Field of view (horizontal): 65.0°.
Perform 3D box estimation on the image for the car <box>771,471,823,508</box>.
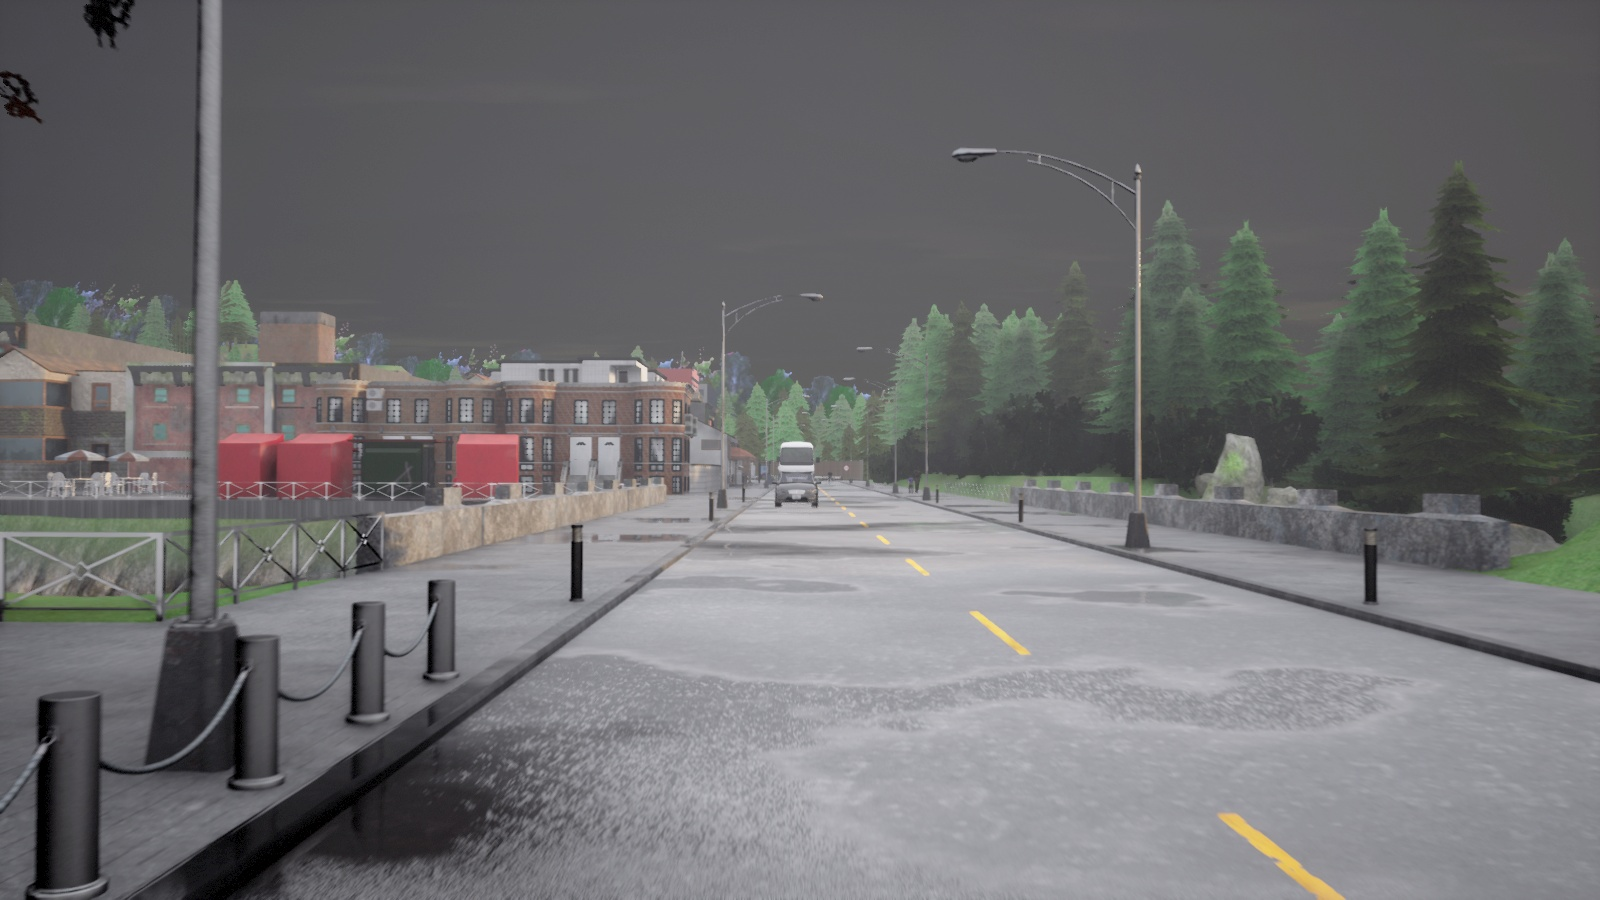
[{"bbox_3d":[-0.131,1.672,53.818,2.128,1.511,4.902,0,-1,0],"label":"car"}]
